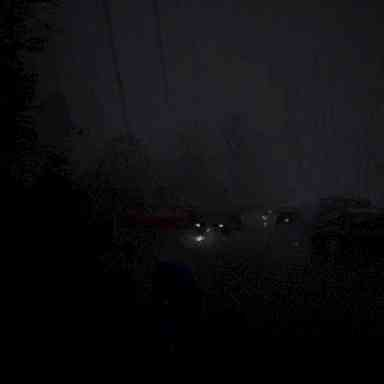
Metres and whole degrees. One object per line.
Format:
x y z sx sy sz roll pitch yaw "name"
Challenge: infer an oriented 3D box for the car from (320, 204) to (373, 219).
15.495 1.937 33.641 4.674 1.452 2.002 -1 -1 22 "car"

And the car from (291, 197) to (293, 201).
22.814 1.943 85.461 4.892 1.521 2.231 -1 0 22 "car"

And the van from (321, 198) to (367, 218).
16.399 1.709 36.197 4.442 1.987 1.878 -1 -1 22 "van"

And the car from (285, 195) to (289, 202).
18.608 1.977 74.979 5.008 1.535 2.097 -1 0 22 "car"

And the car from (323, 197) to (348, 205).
30.317 1.891 70.343 4.792 1.488 2.163 -1 0 22 "car"

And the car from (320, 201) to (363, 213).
19.735 1.941 44.143 5.008 1.535 2.097 -1 0 22 "car"

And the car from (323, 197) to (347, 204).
31.343 1.893 72.977 4.674 1.452 2.002 -1 0 22 "car"

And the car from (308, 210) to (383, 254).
7.020 1.593 12.687 4.792 1.488 2.163 -1 -1 22 "car"

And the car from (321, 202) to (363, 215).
18.677 1.989 41.523 4.674 1.452 2.002 -1 0 22 "car"

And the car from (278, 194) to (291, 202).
20.718 1.962 80.218 4.892 1.521 2.231 -1 0 22 "car"

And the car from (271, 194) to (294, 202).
23.852 1.680 87.952 5.566 2.045 2.435 -1 0 22 "car"

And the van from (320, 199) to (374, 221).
14.332 1.630 31.068 4.442 1.987 1.878 -1 -1 22 "van"

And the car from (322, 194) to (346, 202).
36.649 1.552 86.070 5.566 2.045 2.435 -1 0 22 "car"

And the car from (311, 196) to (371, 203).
13.410 1.562 28.394 5.566 2.045 2.435 -1 -1 22 "car"

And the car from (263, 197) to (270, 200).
9.086 1.924 51.283 4.553 1.767 2.185 -1 0 22 "car"

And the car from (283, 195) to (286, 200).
16.443 1.993 69.628 5.008 1.535 2.097 -1 0 22 "car"

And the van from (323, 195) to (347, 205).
29.123 1.645 67.777 4.442 1.987 1.878 -1 0 22 "van"

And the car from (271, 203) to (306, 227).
7.540 1.827 25.509 1.812 1.442 4.674 -1 -1 22 "car"

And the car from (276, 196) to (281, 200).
13.277 2.017 61.772 5.008 1.535 2.097 -1 0 22 "car"

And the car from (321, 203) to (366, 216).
17.612 1.993 38.896 4.674 1.452 2.002 -1 0 22 "car"

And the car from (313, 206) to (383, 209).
9.157 1.686 17.919 4.674 1.452 2.002 -1 -1 22 "car"

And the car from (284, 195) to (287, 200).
17.521 2.015 72.372 4.792 1.488 2.163 -1 0 22 "car"

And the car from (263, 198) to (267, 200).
8.020 2.087 48.805 4.792 1.488 2.163 -1 0 22 "car"

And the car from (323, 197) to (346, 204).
32.404 1.885 75.596 4.674 1.452 2.002 -1 0 22 "car"

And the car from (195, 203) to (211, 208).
-1.507 1.801 25.088 5.008 1.535 2.097 -1 -1 22 "car"

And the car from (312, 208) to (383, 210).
8.101 1.644 15.298 4.674 1.452 2.002 -1 -1 22 "car"

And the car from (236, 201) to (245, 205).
2.740 1.998 35.552 4.792 1.488 2.163 -1 -1 22 "car"

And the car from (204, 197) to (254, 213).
3.794 1.759 38.176 5.566 2.045 2.435 -1 -1 22 "car"

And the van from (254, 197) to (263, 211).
7.100 1.838 46.127 4.442 1.987 1.878 -1 0 22 "van"

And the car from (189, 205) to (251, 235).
1.906 1.783 20.695 2.033 1.411 5.357 -1 -1 22 "car"

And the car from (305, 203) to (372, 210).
10.044 1.687 20.608 5.366 1.575 1.946 -1 -1 22 "car"

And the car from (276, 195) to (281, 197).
14.307 1.884 64.400 4.553 1.767 2.185 -1 0 22 "car"

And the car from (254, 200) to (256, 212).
4.834 2.049 40.809 5.008 1.535 2.097 -1 -1 22 "car"

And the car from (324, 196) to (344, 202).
35.572 1.855 83.460 4.674 1.452 2.002 -1 0 22 "car"

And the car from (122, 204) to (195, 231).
-2.492 1.636 22.577 4.553 1.767 2.185 -1 -1 22 "car"

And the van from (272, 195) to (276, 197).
12.164 1.800 59.312 4.442 1.987 1.878 0 0 22 "van"

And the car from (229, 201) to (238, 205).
1.684 1.956 32.933 4.792 1.488 2.163 -1 -1 22 "car"

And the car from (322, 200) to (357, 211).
21.840 1.965 49.388 4.674 1.452 2.002 -1 0 22 "car"

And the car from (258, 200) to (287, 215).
9.809 2.026 40.245 2.128 1.511 4.902 -1 -1 22 "car"

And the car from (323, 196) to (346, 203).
34.518 1.826 80.836 5.008 1.535 2.097 -1 0 22 "car"

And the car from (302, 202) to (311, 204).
16.981 2.092 48.947 1.895 1.301 4.718 -1 0 22 "car"

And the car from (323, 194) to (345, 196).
22.869 1.666 52.018 5.566 2.045 2.435 -1 0 22 "car"

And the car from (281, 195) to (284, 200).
15.396 2.001 67.006 5.008 1.535 2.097 -1 0 22 "car"

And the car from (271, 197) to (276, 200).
11.211 2.034 56.650 4.892 1.521 2.231 -1 0 22 "car"

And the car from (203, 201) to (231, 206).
0.641 1.888 30.445 4.892 1.521 2.231 -1 -1 22 "car"
